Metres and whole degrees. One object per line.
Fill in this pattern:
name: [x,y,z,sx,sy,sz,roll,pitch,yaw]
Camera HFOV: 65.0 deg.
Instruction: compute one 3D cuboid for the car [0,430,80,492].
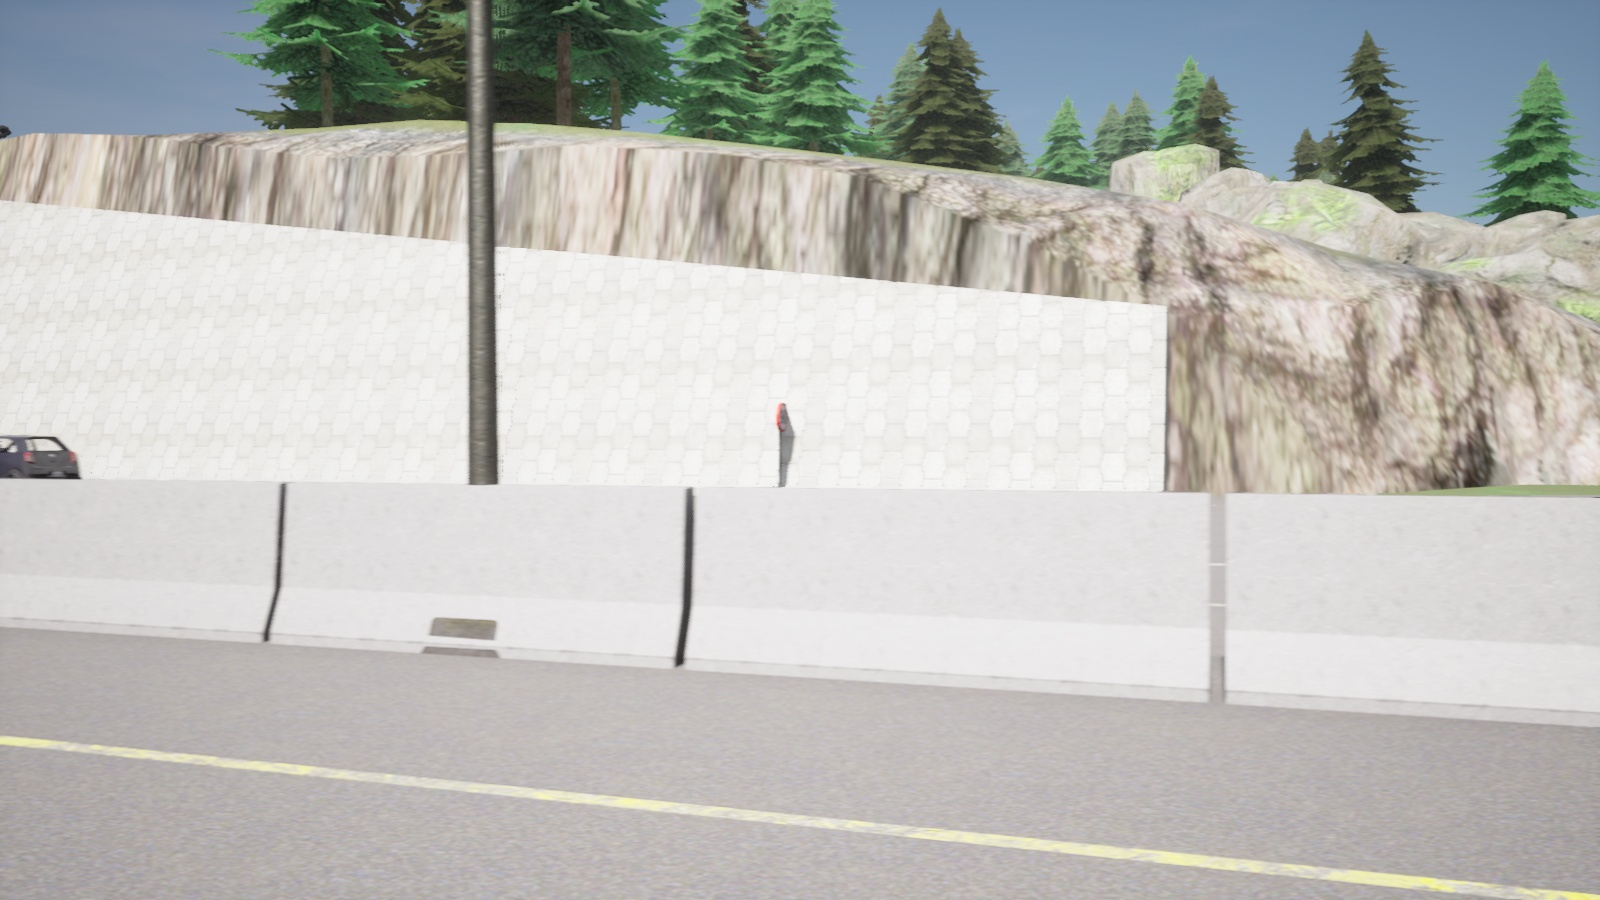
car: [-20.727,0.245,32.322,3.633,1.501,1.845,1,1,19]
